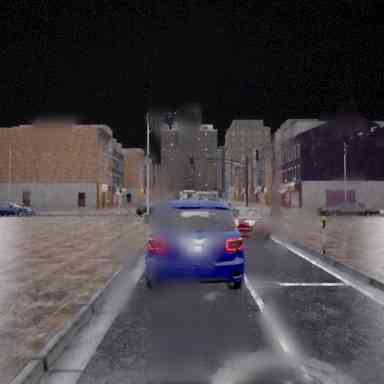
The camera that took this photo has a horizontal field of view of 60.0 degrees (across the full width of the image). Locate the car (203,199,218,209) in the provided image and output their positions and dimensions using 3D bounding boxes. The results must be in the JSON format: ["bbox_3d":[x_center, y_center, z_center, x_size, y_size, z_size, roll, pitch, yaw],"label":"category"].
[{"bbox_3d":[2.721,1.704,48.991,1.947,1.339,4.313,1,0,0],"label":"car"}]

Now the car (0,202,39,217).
[{"bbox_3d":[-15.786,1.568,28.916,4.674,1.442,1.812,0,-2,0],"label":"car"}]

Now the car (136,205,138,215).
[{"bbox_3d":[-2.322,1.468,28.796,5.008,1.535,1.882,0,-1,0],"label":"car"}]

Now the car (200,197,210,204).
[{"bbox_3d":[2.752,1.839,70.910,1.752,1.417,4.829,1,-1,0],"label":"car"}]

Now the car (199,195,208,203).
[{"bbox_3d":[2.770,1.733,81.619,2.192,1.841,5.009,1,-1,0],"label":"car"}]

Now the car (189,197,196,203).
[{"bbox_3d":[0.116,1.948,84.380,1.837,1.490,4.892,0,-1,0],"label":"car"}]

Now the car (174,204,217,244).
[{"bbox_3d":[0.119,1.495,16.994,1.882,1.535,5.008,0,0,-1],"label":"car"}]

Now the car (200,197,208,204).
[{"bbox_3d":[2.759,1.891,76.348,1.752,1.417,4.829,1,-1,0],"label":"car"}]

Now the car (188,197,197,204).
[{"bbox_3d":[0.103,1.869,74.231,2.128,1.511,4.902,0,-1,0],"label":"car"}]

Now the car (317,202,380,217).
[{"bbox_3d":[14.756,1.613,31.585,5.357,1.411,2.033,0,-2,3],"label":"car"}]

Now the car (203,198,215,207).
[{"bbox_3d":[2.730,1.702,54.598,1.752,1.417,4.829,1,0,0],"label":"car"}]

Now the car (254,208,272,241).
[{"bbox_3d":[2.683,1.458,16.807,1.967,1.590,4.097,2,0,0],"label":"car"}]

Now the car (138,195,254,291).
[{"bbox_3d":[0.053,1.228,9.196,2.150,2.045,5.566,0,0,-1],"label":"car"}]

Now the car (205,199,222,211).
[{"bbox_3d":[2.714,1.672,43.554,1.947,1.339,4.313,1,0,0],"label":"car"}]

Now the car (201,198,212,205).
[{"bbox_3d":[2.743,1.829,65.303,1.947,1.339,4.313,1,-1,0],"label":"car"}]
